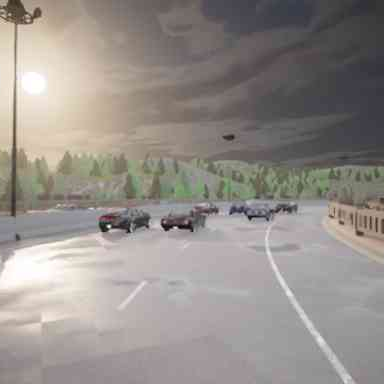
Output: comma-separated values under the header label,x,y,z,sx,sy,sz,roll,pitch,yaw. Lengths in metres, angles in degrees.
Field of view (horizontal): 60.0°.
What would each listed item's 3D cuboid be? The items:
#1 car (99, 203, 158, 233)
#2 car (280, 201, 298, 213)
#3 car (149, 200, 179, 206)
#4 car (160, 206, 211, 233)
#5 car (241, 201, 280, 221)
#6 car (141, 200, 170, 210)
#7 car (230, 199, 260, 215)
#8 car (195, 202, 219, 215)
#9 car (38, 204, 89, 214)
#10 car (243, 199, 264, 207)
label,x,y,z,sx,sy,sz,roll,pitch,yaw
car,-4.028,1.677,20.850,1.837,1.490,4.892,0,-1,14
car,11.855,1.851,41.407,1.837,1.490,4.892,-1,0,30
car,-3.841,1.958,49.518,1.882,1.535,5.008,-1,-1,31
car,-0.370,1.772,21.185,1.895,1.301,4.718,0,-1,15
car,6.312,1.789,30.105,2.033,1.411,5.357,0,-1,22
car,-5.740,2.021,53.147,2.128,1.511,4.902,-1,-1,31
car,5.863,1.671,37.575,2.097,1.767,4.553,0,-1,26
car,1.516,1.844,36.648,1.812,1.442,4.674,0,-1,24
car,-10.007,1.718,26.186,2.128,1.511,4.902,0,-1,16
car,12.171,2.196,65.587,1.812,1.442,4.674,-1,-1,42
